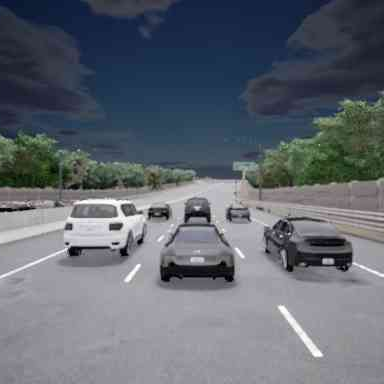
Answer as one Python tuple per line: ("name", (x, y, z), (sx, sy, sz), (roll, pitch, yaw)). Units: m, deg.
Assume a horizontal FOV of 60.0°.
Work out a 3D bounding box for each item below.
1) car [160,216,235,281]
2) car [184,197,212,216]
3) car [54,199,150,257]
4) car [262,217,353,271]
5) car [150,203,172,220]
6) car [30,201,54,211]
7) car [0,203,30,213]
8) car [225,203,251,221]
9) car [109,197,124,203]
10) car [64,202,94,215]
("car", (0.154, 1.650, 10.175), (1.994, 1.385, 4.181), (0, 0, 1))
("car", (0.499, 1.477, 28.838), (2.150, 2.045, 5.566), (0, 0, 2))
("car", (-3.300, 1.337, 13.591), (2.150, 2.045, 5.566), (0, -1, 1))
("car", (3.667, 1.603, 11.299), (1.837, 1.490, 4.892), (0, 0, 1))
("car", (-2.933, 1.753, 31.295), (1.882, 1.535, 5.008), (0, -1, 2))
("car", (-16.863, 1.867, 39.620), (1.812, 1.442, 4.674), (0, -1, 2))
("car", (-20.396, 1.933, 38.862), (1.895, 1.301, 4.718), (0, -1, 2))
("car", (4.023, 1.756, 29.648), (2.128, 1.511, 4.902), (0, -1, 2))
("car", (-18.187, 1.897, 80.343), (2.033, 1.411, 5.357), (0, 0, 4))
("car", (-13.364, 1.907, 39.555), (1.994, 1.385, 4.181), (0, -1, 2))
